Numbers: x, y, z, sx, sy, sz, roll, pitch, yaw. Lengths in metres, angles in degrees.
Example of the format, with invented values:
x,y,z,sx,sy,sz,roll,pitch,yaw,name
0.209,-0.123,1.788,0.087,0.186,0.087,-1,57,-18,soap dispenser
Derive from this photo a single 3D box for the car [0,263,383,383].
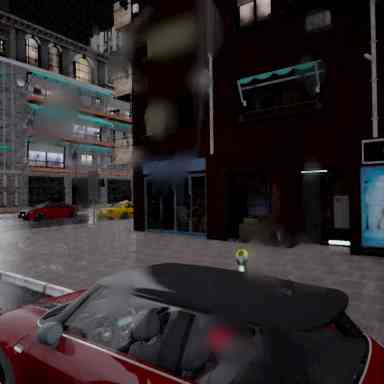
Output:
x,y,z,sx,sy,sz,roll,pitch,yaw,name
-0.356,1.441,3.206,4.097,1.590,1.967,0,-1,36,car

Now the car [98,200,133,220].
x,y,z,sx,sy,sz,roll,pitch,yaw,name
-4.618,1.282,24.563,1.752,1.417,4.829,-1,0,36,car

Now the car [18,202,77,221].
x,y,z,sx,sy,sz,roll,pitch,yaw,name
-11.040,1.450,25.620,1.994,1.385,4.181,-1,0,36,car
